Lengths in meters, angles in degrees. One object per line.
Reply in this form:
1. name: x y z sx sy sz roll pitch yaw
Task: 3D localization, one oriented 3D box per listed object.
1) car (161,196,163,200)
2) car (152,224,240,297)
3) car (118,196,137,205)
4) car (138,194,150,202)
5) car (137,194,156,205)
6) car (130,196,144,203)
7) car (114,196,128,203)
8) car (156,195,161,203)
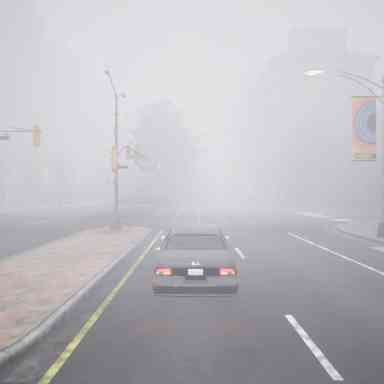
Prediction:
1. car: -7.922 1.500 77.757 1.837 1.490 4.892 0 0 0
2. car: 0.083 1.547 8.752 2.033 1.411 5.357 0 0 0
3. car: -11.509 1.491 59.594 2.128 1.511 4.902 0 0 0
4. car: -11.421 1.355 79.526 2.097 1.767 4.553 0 0 0
5. car: -8.014 1.564 58.910 1.994 1.385 4.181 0 0 1
6. car: -11.431 1.525 69.515 2.128 1.511 4.902 0 0 0
7. car: -14.680 1.594 69.396 1.895 1.301 4.718 0 0 0
8. car: -7.951 1.525 67.428 1.812 1.442 4.674 0 0 1
